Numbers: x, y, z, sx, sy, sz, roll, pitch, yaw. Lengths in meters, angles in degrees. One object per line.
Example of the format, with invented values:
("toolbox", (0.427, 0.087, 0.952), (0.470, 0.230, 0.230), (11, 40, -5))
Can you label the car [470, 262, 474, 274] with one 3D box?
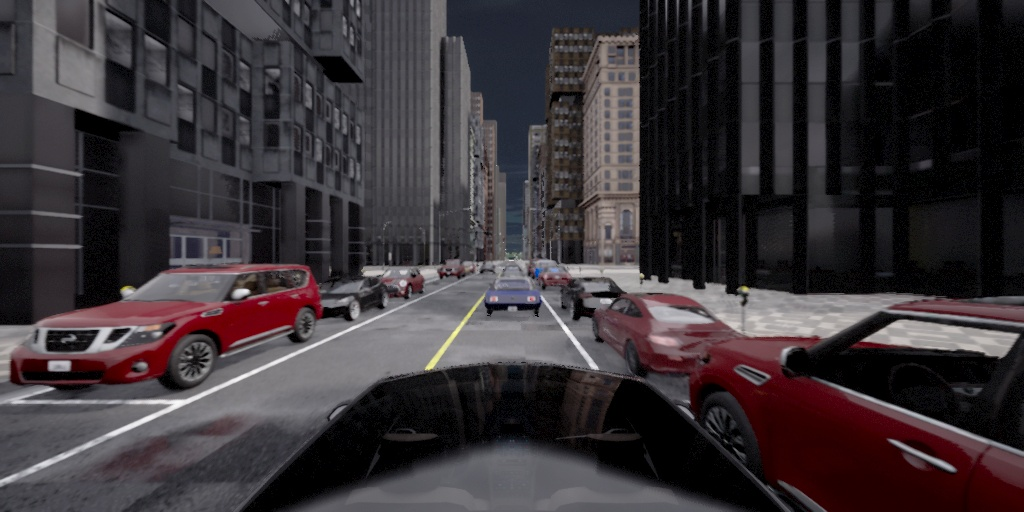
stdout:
("car", (-5.745, 1.500, 40.520), (1.751, 1.417, 4.829), (0, 0, 0))

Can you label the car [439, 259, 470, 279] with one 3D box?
("car", (-5.747, 1.257, 35.088), (2.192, 1.841, 5.009), (0, 0, 0))

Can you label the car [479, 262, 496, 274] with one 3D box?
("car", (-3.027, 1.506, 45.118), (1.837, 1.490, 4.892), (0, -1, 0))

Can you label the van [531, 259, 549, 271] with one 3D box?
("van", (2.775, 1.250, 29.484), (1.690, 1.789, 3.998), (0, 0, 0))

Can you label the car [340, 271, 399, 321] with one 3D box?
("car", (-5.758, 1.379, 12.679), (1.948, 1.339, 4.313), (0, 0, 0))

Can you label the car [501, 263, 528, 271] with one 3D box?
("car", (0.063, 1.475, 29.600), (1.994, 1.385, 4.181), (0, 0, 1))

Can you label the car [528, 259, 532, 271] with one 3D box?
("car", (2.778, 1.381, 35.085), (1.967, 1.591, 4.097), (0, 0, 0))

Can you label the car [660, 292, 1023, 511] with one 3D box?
("car", (2.762, 1.063, 1.476), (2.192, 1.841, 5.009), (0, 0, 0))

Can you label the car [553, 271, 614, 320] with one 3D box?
("car", (2.767, 1.378, 12.679), (1.948, 1.339, 4.313), (0, 0, 0))

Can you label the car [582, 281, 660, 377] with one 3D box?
("car", (2.764, 1.362, 7.077), (1.802, 1.307, 4.207), (0, 0, 0))

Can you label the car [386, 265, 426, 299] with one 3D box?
("car", (-5.755, 1.285, 18.281), (1.967, 1.591, 4.097), (0, 0, 0))

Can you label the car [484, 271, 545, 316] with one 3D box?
("car", (0.047, 1.419, 13.709), (1.895, 1.301, 4.718), (0, 0, 1))

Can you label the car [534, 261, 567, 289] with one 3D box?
("car", (2.773, 1.316, 23.882), (1.967, 1.591, 4.097), (0, 0, 0))

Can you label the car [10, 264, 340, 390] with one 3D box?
("car", (-5.761, 1.096, 7.078), (2.192, 1.841, 5.009), (0, 0, 0))

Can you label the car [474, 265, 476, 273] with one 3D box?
("car", (-5.742, 1.447, 46.292), (1.967, 1.591, 4.097), (0, 0, 0))
